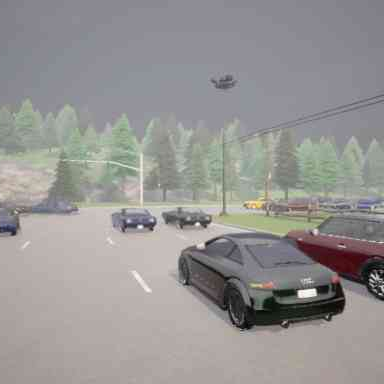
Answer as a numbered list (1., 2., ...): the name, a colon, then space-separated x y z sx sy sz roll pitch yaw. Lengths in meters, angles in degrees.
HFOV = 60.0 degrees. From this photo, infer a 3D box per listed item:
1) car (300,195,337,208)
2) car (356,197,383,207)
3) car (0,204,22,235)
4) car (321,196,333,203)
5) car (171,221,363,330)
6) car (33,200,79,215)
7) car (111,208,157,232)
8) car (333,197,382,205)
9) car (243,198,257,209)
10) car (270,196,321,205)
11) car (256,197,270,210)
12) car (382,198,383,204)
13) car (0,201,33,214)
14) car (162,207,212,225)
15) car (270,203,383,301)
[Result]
1. car: 17.867 1.354 47.094 4.553 1.767 2.097 0 0 -19
2. car: 27.670 1.478 50.468 5.008 1.535 1.882 0 0 -19
3. car: -10.718 1.566 18.371 1.994 1.385 4.181 0 0 -27
4. car: 19.501 1.493 43.957 4.902 1.511 2.128 0 0 -19
5. car: 1.134 1.564 7.116 1.994 1.385 4.181 0 0 -20
6. car: -14.298 1.550 33.760 5.357 1.411 2.033 0 0 11
7. car: -3.670 1.602 20.204 1.895 1.301 4.718 0 0 -22
8. car: 20.104 1.478 40.463 5.008 1.535 1.882 0 0 -19
9. car: 9.164 1.479 44.060 5.008 1.535 1.882 0 0 -20
10. car: 11.667 1.353 37.518 4.553 1.767 2.097 0 0 -20
11. car: 10.761 1.527 40.891 4.674 1.442 1.812 0 0 -18
12. car: 28.915 1.492 47.198 4.902 1.511 2.128 0 0 -19
13. car: -18.136 1.551 30.763 5.357 1.411 2.033 0 0 2
14. car: -0.487 1.602 21.715 1.895 1.301 4.718 0 0 -22
15. car: 4.282 1.352 8.707 2.097 1.767 4.553 0 0 -20
